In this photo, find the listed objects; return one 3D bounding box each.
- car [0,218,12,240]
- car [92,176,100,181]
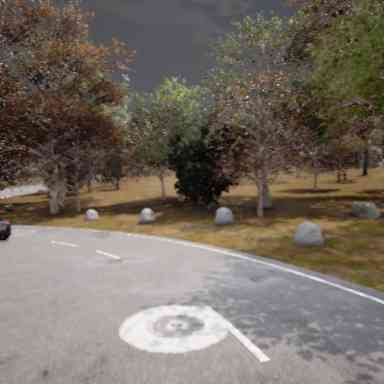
[{"bbox_3d":[-10.133,1.513,14.971,4.181,1.385,1.994,0,1,27],"label":"car"},{"bbox_3d":[-26.573,-3.801,89.955,1.882,1.535,5.008,-1,6,6],"label":"car"}]
